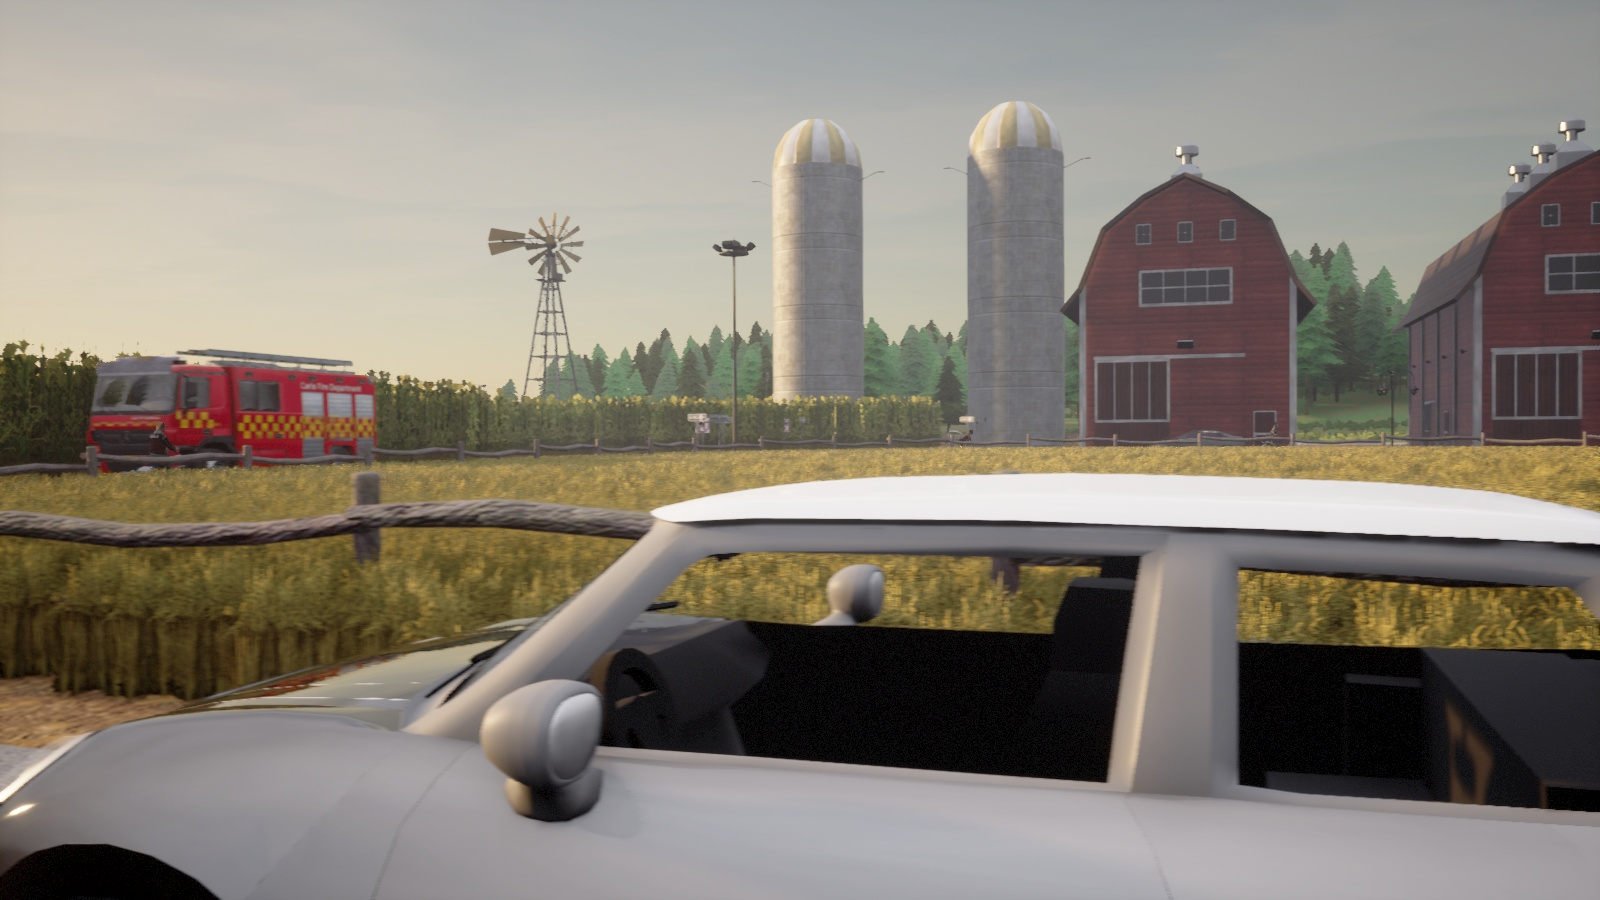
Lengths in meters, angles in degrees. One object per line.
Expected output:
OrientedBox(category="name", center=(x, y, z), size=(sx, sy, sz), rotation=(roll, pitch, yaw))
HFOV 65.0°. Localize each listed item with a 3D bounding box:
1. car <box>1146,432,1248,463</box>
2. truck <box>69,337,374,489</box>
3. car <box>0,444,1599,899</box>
OrientedBox(category="car", center=(20.221, -0.156, 64.161), size=(4.902, 1.511, 2.128), rotation=(0, 1, 15))
OrientedBox(category="truck", center=(-16.169, -0.974, 36.030), size=(2.891, 3.827, 8.468), rotation=(0, 1, 19))
OrientedBox(category="car", center=(0.076, 0.748, 2.745), size=(3.806, 1.475, 1.970), rotation=(1, 1, 19))
